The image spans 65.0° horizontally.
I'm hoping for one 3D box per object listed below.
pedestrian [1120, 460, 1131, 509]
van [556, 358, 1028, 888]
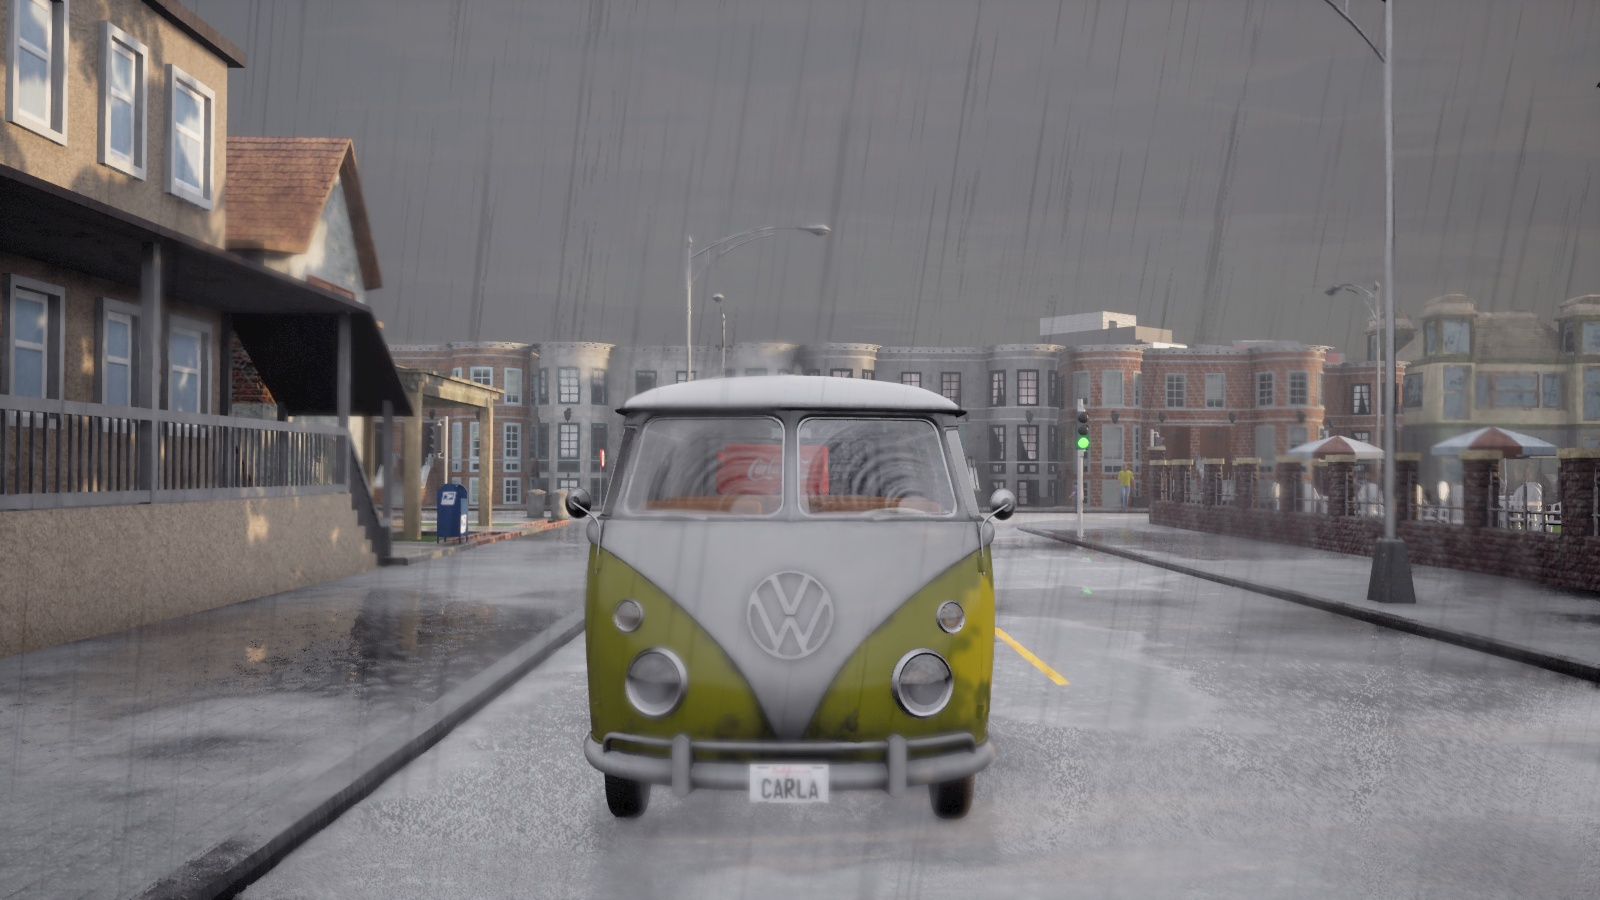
[{"bbox_3d":[12.310,1.296,47.500,0.354,1.836,0.706,-1,-1,17],"label":"pedestrian"},{"bbox_3d":[-0.043,0.684,6.958,1.775,1.987,4.442,0,-1,0],"label":"van"}]
